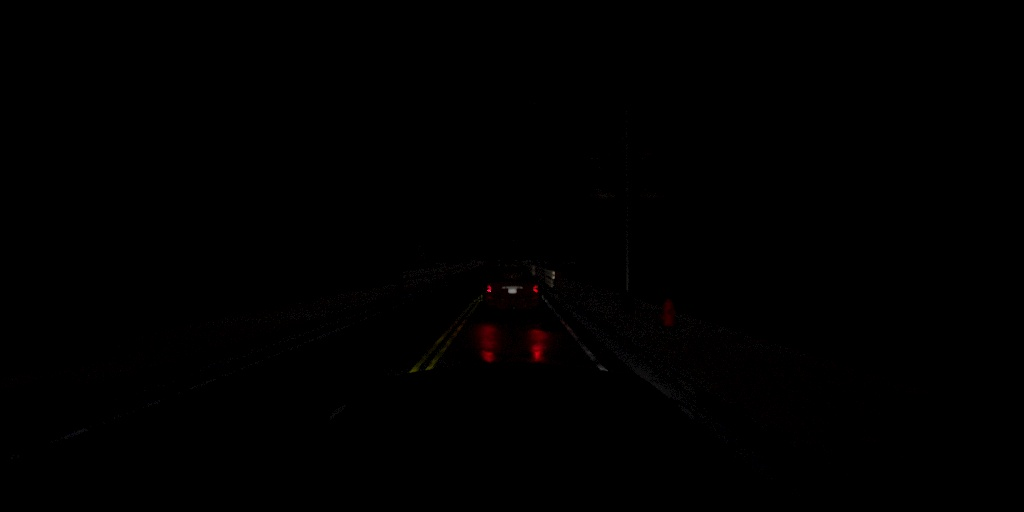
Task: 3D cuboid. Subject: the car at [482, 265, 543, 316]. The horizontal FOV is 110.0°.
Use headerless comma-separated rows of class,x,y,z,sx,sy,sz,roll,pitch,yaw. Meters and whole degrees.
car,0.027,1.211,14.151,2.097,1.767,4.553,0,-1,0
